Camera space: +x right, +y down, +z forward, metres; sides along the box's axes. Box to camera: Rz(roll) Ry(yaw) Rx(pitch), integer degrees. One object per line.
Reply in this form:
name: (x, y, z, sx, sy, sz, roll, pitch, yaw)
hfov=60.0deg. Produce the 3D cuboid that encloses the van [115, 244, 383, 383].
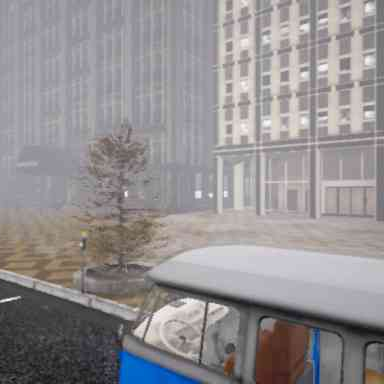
van: (1.270, 1.341, 1.968, 3.998, 1.788, 1.690, 0, 0, 36)
